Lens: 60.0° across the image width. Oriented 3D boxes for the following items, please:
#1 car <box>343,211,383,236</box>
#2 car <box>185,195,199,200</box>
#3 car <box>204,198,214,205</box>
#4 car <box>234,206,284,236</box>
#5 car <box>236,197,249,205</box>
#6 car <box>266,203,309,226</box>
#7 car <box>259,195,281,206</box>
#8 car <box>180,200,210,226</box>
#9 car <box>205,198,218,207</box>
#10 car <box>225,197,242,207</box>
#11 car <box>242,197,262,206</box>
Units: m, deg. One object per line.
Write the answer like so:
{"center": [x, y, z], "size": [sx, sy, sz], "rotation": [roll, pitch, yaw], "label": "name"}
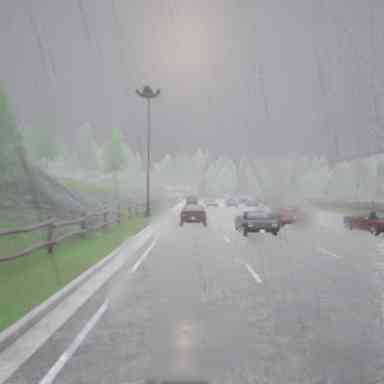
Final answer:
{"center": [10.596, 1.733, 19.182], "size": [1.895, 1.301, 4.718], "rotation": [0, 0, 0], "label": "car"}
{"center": [-0.013, 1.622, 58.576], "size": [2.150, 2.045, 5.566], "rotation": [0, 0, 0], "label": "car"}
{"center": [3.485, 1.909, 69.248], "size": [1.895, 1.301, 4.718], "rotation": [0, 0, 0], "label": "car"}
{"center": [3.595, 1.732, 19.180], "size": [1.895, 1.301, 4.718], "rotation": [0, 0, 0], "label": "car"}
{"center": [10.485, 1.808, 69.084], "size": [1.837, 1.490, 4.892], "rotation": [0, 0, 0], "label": "car"}
{"center": [7.094, 1.733, 24.662], "size": [1.994, 1.385, 4.181], "rotation": [0, 0, 0], "label": "car"}
{"center": [13.987, 1.623, 58.579], "size": [2.150, 2.045, 5.566], "rotation": [0, 0, 0], "label": "car"}
{"center": [0.093, 1.650, 25.297], "size": [1.882, 1.535, 5.008], "rotation": [0, 0, 0], "label": "car"}
{"center": [3.487, 2.002, 58.991], "size": [1.895, 1.301, 4.718], "rotation": [0, 0, 0], "label": "car"}
{"center": [6.987, 1.946, 58.546], "size": [2.033, 1.411, 5.357], "rotation": [0, 0, 0], "label": "car"}
{"center": [10.487, 1.965, 58.963], "size": [1.994, 1.385, 4.181], "rotation": [0, 0, 0], "label": "car"}
